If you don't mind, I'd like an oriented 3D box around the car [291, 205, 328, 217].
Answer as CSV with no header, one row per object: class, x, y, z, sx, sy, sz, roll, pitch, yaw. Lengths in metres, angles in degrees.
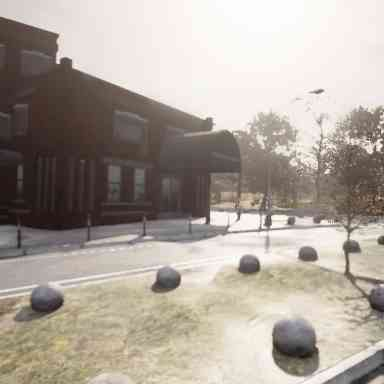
car,14.220,2.207,40.382,4.181,1.385,1.994,1,-1,31
